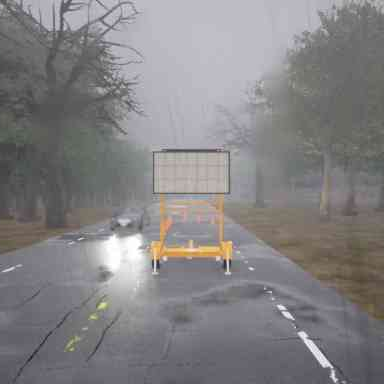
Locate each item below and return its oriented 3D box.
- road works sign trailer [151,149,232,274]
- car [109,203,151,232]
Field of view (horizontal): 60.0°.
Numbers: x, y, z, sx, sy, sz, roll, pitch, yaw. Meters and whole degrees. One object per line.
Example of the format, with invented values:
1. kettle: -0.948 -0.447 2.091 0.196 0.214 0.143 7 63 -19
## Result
1. road works sign trailer: -0.017 0.458 10.486 2.380 3.560 2.880 0 0 0
2. car: -3.635 1.467 20.197 2.128 1.511 4.902 0 0 0
